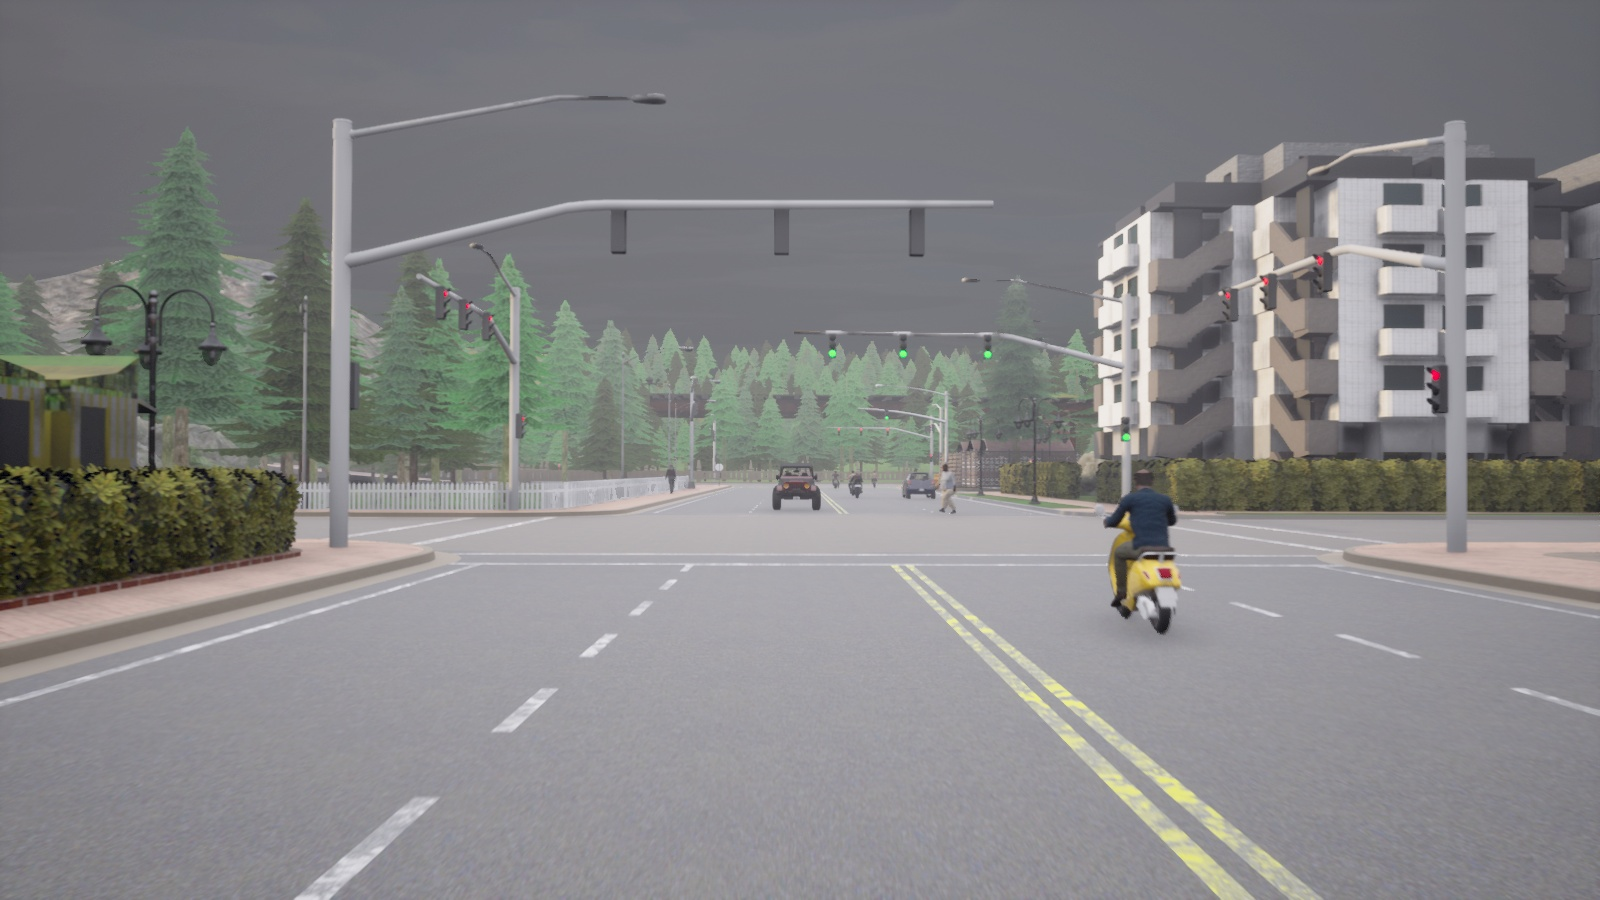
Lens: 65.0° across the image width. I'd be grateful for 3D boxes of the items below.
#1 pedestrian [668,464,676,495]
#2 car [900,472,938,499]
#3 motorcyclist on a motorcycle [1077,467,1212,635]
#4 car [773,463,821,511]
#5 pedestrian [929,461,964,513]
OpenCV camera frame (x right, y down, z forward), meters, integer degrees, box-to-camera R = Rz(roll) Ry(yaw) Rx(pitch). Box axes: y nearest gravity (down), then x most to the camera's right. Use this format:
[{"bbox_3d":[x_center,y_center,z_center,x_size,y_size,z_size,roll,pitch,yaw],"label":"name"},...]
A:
[{"bbox_3d":[-7.715,1.771,75.698,0.376,1.854,0.720,0,-1,0],"label":"pedestrian"},{"bbox_3d":[6.823,2.015,72.485,1.845,1.501,3.633,0,-1,0],"label":"car"},{"bbox_3d":[3.467,0.969,12.824,0.866,1.590,1.817,0,-1,0],"label":"motorcyclist on a motorcycle"},{"bbox_3d":[-0.127,1.472,51.426,1.905,1.878,3.866,0,-1,0],"label":"car"},{"bbox_3d":[5.294,1.340,45.275,0.900,1.855,0.874,0,-1,-30],"label":"pedestrian"}]
